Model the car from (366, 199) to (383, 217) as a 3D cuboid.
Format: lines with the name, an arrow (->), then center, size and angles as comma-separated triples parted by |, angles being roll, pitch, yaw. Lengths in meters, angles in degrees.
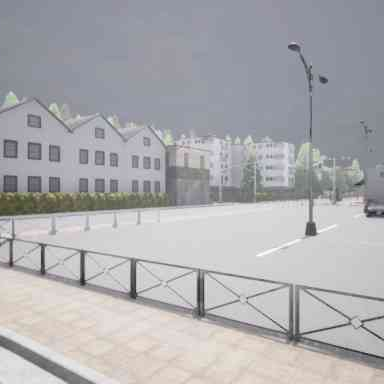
car -> 15.350, 1.298, 26.857 | 2.007, 1.523, 4.514 | 0, 0, 35
